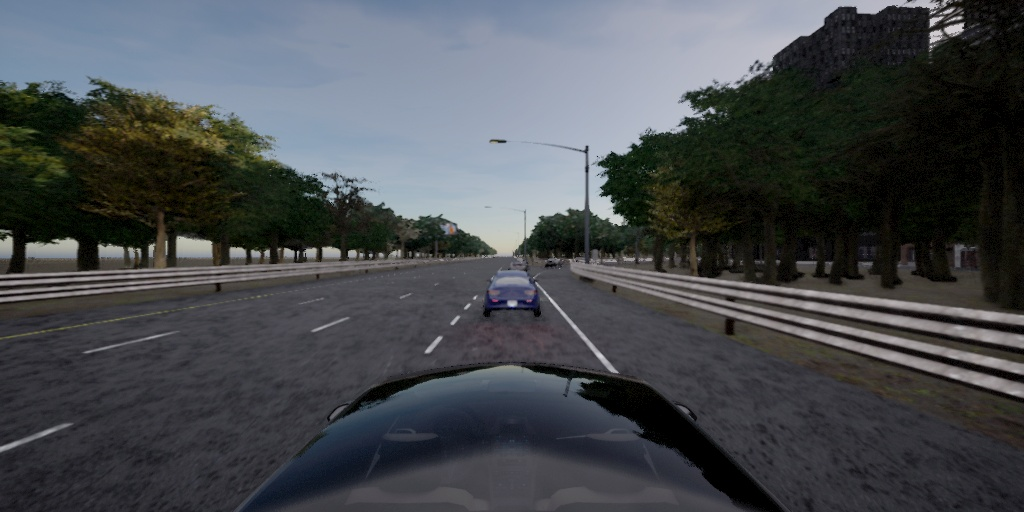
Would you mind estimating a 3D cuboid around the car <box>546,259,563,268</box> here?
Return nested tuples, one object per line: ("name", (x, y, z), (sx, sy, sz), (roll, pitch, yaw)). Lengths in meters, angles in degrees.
("car", (6.889, 1.175, 58.245), (1.837, 1.490, 4.892), (-1, 0, 23))

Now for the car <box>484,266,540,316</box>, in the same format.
("car", (0.008, 1.259, 13.113), (1.812, 1.442, 4.674), (0, 0, 0))

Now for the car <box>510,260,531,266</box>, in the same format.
("car", (0.844, 1.188, 36.117), (2.128, 1.511, 4.902), (0, 0, 8))
